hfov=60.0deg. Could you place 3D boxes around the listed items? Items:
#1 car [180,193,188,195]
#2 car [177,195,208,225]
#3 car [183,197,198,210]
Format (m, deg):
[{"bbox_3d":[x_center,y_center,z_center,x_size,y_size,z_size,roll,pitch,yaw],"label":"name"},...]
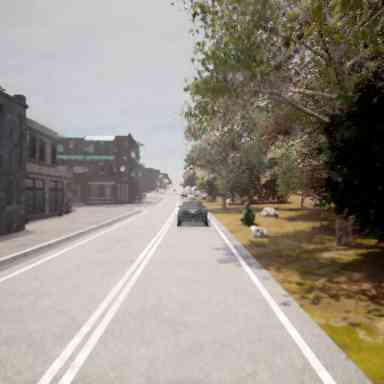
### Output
[{"bbox_3d":[-2.076,0.896,85.430,1.837,1.490,4.892,0,1,-3],"label":"car"},{"bbox_3d":[0.029,1.347,24.108,2.097,1.767,4.553,0,0,0],"label":"car"},{"bbox_3d":[-0.263,1.466,42.412,1.837,1.490,4.892,0,0,-1],"label":"car"}]
